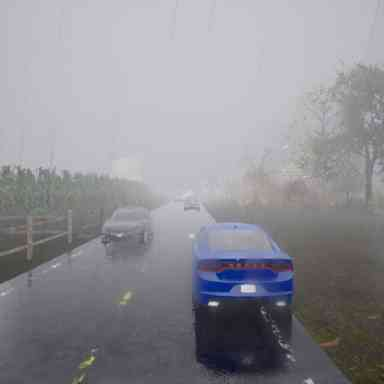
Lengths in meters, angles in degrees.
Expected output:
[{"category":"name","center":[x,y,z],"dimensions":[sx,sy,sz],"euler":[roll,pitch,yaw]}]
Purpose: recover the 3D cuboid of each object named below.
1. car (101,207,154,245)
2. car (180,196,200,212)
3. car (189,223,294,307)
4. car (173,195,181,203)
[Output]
[{"category":"car","center":[-2.884,1.503,15.678],"dimensions":[1.837,1.490,4.892],"euler":[0,0,0]},{"category":"car","center":[0.004,1.532,39.276],"dimensions":[2.033,1.411,5.357],"euler":[0,0,0]},{"category":"car","center":[0.945,1.479,8.083],"dimensions":[1.882,1.535,5.008],"euler":[0,0,0]},{"category":"car","center":[-2.905,1.416,68.243],"dimensions":[1.882,1.535,5.008],"euler":[0,0,0]}]
